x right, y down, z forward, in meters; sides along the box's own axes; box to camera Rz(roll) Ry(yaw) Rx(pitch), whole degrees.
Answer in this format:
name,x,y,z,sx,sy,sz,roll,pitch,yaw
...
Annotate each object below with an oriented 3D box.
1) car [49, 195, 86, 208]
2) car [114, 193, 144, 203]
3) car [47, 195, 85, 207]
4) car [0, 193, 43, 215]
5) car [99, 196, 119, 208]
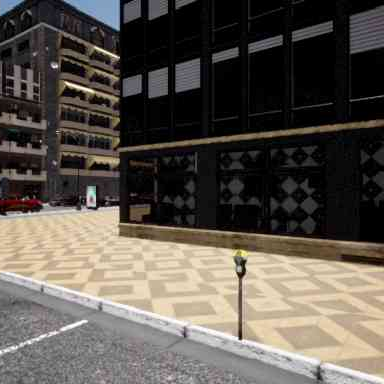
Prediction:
name,x,y,z,sx,sy,sz,roll,pitch,yaw
car,-14.710,1.047,40.101,1.812,1.442,4.674,0,1,35
car,-9.718,0.834,51.698,2.008,1.369,4.403,2,2,35
car,-16.091,1.075,42.621,1.802,1.307,4.206,1,2,35
car,-15.571,1.029,28.771,2.192,1.841,5.009,1,2,35
car,-9.197,1.073,37.857,1.947,1.339,4.313,1,2,35
